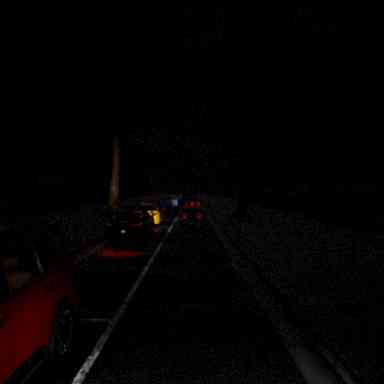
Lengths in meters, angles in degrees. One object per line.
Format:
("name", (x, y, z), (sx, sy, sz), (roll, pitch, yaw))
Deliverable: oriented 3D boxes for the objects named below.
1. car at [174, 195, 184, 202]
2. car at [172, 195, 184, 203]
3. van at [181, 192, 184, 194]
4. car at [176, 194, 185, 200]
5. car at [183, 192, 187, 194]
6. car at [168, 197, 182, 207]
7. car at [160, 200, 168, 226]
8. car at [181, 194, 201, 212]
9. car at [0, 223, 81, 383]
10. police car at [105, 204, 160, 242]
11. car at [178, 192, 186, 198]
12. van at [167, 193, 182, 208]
("car", (-2.676, 1.316, 69.655), (1.802, 1.307, 4.206), (1, 1, 0))
("car", (-2.674, 1.388, 64.115), (1.947, 1.339, 4.313), (1, 1, 0))
("van", (-2.669, 1.242, 58.568), (1.690, 1.788, 3.998), (1, 1, 0))
("car", (-2.685, 1.127, 80.730), (1.947, 1.339, 4.313), (1, 1, 0))
("car", (0.002, 1.311, 53.622), (2.097, 1.767, 4.553), (0, 1, 0))
("car", (-2.669, 1.517, 53.025), (2.008, 1.369, 4.403), (1, 1, 0))
("car", (-3.032, 1.578, 24.085), (1.882, 1.535, 5.008), (0, 0, 0))
("car", (0.036, 1.417, 40.736), (2.097, 1.767, 4.553), (0, 0, 0))
("car", (-2.649, 1.345, 3.116), (2.192, 1.841, 5.009), (-1, -1, 0))
("police car", (-3.020, 1.518, 17.195), (1.930, 1.638, 5.238), (0, 0, 0))
("car", (-2.693, 0.851, 91.807), (1.967, 1.590, 4.097), (1, 1, 0))
("van", (-2.665, 1.360, 47.478), (1.690, 1.788, 3.998), (0, 0, 0))
